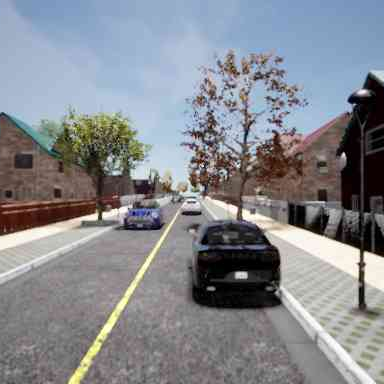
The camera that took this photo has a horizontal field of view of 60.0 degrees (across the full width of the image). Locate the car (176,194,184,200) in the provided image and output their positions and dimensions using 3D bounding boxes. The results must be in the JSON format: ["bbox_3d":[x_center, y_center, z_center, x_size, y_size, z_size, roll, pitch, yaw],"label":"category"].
[{"bbox_3d":[-2.918,1.335,83.998,1.812,1.442,4.674,0,0,0],"label":"car"}]

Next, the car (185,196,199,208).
[{"bbox_3d":[-0.041,1.343,47.374,1.882,1.535,5.008,0,0,0],"label":"car"}]

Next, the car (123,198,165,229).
[{"bbox_3d":[-2.889,1.289,20.718,2.097,1.767,4.553,0,0,0],"label":"car"}]

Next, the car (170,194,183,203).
[{"bbox_3d":[-2.921,1.324,61.837,2.128,1.511,4.902,0,0,0],"label":"car"}]

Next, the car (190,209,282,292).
[{"bbox_3d":[0.947,1.450,8.891,1.882,1.535,5.008,0,0,0],"label":"car"}]

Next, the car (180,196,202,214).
[{"bbox_3d":[-0.011,1.428,33.375,1.812,1.442,4.674,0,0,0],"label":"car"}]
